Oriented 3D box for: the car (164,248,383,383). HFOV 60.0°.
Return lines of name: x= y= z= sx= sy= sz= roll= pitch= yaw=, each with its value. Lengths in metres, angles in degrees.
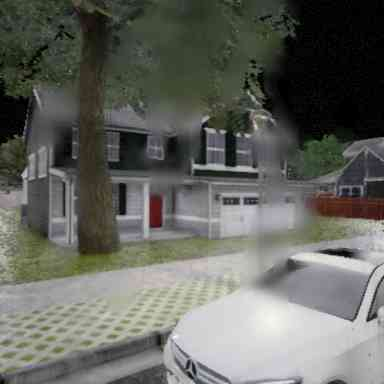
car: x=1.895 y=1.527 z=4.296 sx=4.674 sy=1.442 sz=1.812 roll=0 pitch=0 yaw=-34
